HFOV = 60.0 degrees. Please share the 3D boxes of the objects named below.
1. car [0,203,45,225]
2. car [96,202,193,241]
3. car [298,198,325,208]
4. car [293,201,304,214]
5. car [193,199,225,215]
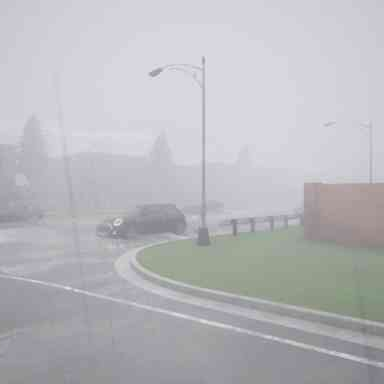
[{"bbox_3d":[-12.358,1.492,21.984,4.902,1.511,2.128,0,0,-42],"label":"car"},{"bbox_3d":[-2.471,1.351,16.802,4.553,1.767,2.097,0,0,-42],"label":"car"},{"bbox_3d":[17.797,1.564,49.564,4.181,1.385,1.994,0,0,-42],"label":"car"},{"bbox_3d":[10.654,1.491,28.826,4.902,1.511,2.128,0,0,-42],"label":"car"},{"bbox_3d":[1.230,1.477,34.434,5.008,1.535,1.882,0,0,-42],"label":"car"}]
